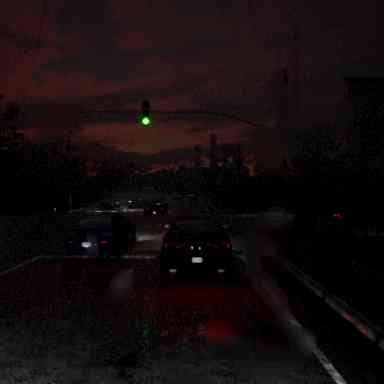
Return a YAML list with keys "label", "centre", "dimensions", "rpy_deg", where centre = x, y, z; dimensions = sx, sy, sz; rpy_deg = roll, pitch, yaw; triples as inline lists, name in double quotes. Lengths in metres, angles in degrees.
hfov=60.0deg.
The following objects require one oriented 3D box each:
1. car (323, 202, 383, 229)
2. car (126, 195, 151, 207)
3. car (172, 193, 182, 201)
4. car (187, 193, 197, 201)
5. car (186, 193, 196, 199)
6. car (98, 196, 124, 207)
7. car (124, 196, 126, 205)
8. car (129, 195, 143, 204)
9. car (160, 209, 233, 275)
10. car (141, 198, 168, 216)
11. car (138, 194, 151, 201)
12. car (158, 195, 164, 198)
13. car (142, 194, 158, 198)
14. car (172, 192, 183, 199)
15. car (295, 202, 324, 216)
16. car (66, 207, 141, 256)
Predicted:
- label: "car"
  centre: [11.423, 1.516, 20.717]
  dimensions: [5.357, 1.411, 2.033]
  rpy_deg: [0, 0, 3]
- label: "car"
  centre: [-6.994, 1.503, 43.811]
  dimensions: [1.994, 1.385, 4.181]
  rpy_deg: [0, 0, 0]
- label: "car"
  centre: [-3.364, 1.202, 73.925]
  dimensions: [1.812, 1.442, 4.674]
  rpy_deg: [0, 1, 0]
- label: "car"
  centre: [0.138, 1.225, 73.931]
  dimensions: [2.033, 1.411, 5.357]
  rpy_deg: [0, 1, 0]
- label: "car"
  centre: [-0.232, 0.994, 84.286]
  dimensions: [2.128, 1.511, 4.902]
  rpy_deg: [0, 1, -4]
- label: "car"
  centre: [-10.500, 1.420, 42.406]
  dimensions: [1.882, 1.535, 5.008]
  rpy_deg: [0, 0, 0]
- label: "car"
  centre: [-10.431, 1.415, 51.894]
  dimensions: [2.128, 1.511, 4.902]
  rpy_deg: [0, 0, 1]
- label: "car"
  centre: [-10.374, 1.360, 62.140]
  dimensions: [1.837, 1.490, 4.892]
  rpy_deg: [0, 1, 0]
- label: "car"
  centre: [0.124, 1.465, 10.402]
  dimensions: [1.882, 1.535, 5.008]
  rpy_deg: [0, 0, 0]
- label: "car"
  centre: [-3.337, 1.556, 32.061]
  dimensions: [1.895, 1.301, 4.718]
  rpy_deg: [0, 0, 0]
- label: "car"
  centre: [-10.364, 1.237, 72.590]
  dimensions: [2.033, 1.411, 5.357]
  rpy_deg: [0, 1, 0]
- label: "car"
  centre: [-6.873, 1.414, 62.520]
  dimensions: [1.994, 1.385, 4.181]
  rpy_deg: [0, 1, 0]
- label: "car"
  centre: [-6.928, 1.446, 52.567]
  dimensions: [1.812, 1.442, 4.674]
  rpy_deg: [0, 0, 1]
- label: "car"
  centre: [-3.725, 0.907, 84.051]
  dimensions: [2.128, 1.511, 4.902]
  rpy_deg: [0, 1, -8]
- label: "car"
  centre: [12.136, 1.553, 31.015]
  dimensions: [4.718, 1.301, 1.895]
  rpy_deg: [0, 0, -2]
- label: "car"
  centre: [-3.372, 1.510, 12.951]
  dimensions: [1.812, 1.442, 4.674]
  rpy_deg: [0, 0, 0]
